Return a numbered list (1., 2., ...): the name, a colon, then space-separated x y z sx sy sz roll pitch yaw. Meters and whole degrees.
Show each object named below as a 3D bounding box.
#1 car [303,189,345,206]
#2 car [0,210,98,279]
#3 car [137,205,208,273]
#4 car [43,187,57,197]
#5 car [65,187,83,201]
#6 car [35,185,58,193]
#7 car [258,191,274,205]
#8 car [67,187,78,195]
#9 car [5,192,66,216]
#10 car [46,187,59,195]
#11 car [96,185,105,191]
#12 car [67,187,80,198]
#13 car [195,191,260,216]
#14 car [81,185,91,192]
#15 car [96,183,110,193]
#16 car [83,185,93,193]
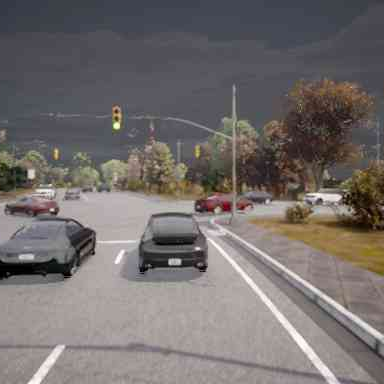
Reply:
1. car: 16.679 0.626 41.463 5.566 2.045 2.150 2 1 -18
2. car: -4.111 1.467 9.889 1.994 1.385 4.181 0 1 -5
3. car: -0.648 1.391 10.420 1.837 1.490 4.892 0 1 -6
4. car: -23.024 -0.008 54.006 1.882 1.535 5.008 -1 2 -20
5. car: -16.050 0.333 44.821 1.812 1.442 4.674 -1 2 -19
6. car: -19.710 0.036 44.695 2.150 2.045 5.566 -1 2 -19
7. car: 7.095 0.658 38.472 4.892 1.490 1.837 1 2 -17
8. car: -22.692 -0.165 63.113 1.895 1.301 4.718 -1 2 -21
9. car: -11.563 1.010 24.094 4.674 1.442 1.812 1 2 33
10. car: -26.728 -0.242 63.888 2.033 1.411 5.357 -1 2 -21
11. car: -23.479 -0.997 85.019 1.837 1.490 4.892 -1 2 -20
12. car: -19.134 0.030 53.541 1.837 1.490 4.892 -1 2 -20
13. car: 2.557 0.915 25.763 5.008 1.535 1.882 -1 0 -34
14. car: -26.758 -0.930 83.797 2.128 1.511 4.902 -1 2 -20
15. car: -19.828 -0.912 75.314 2.150 2.045 5.566 -1 2 -21
16. car: -23.091 -0.594 74.057 1.837 1.490 4.892 -1 2 -21
